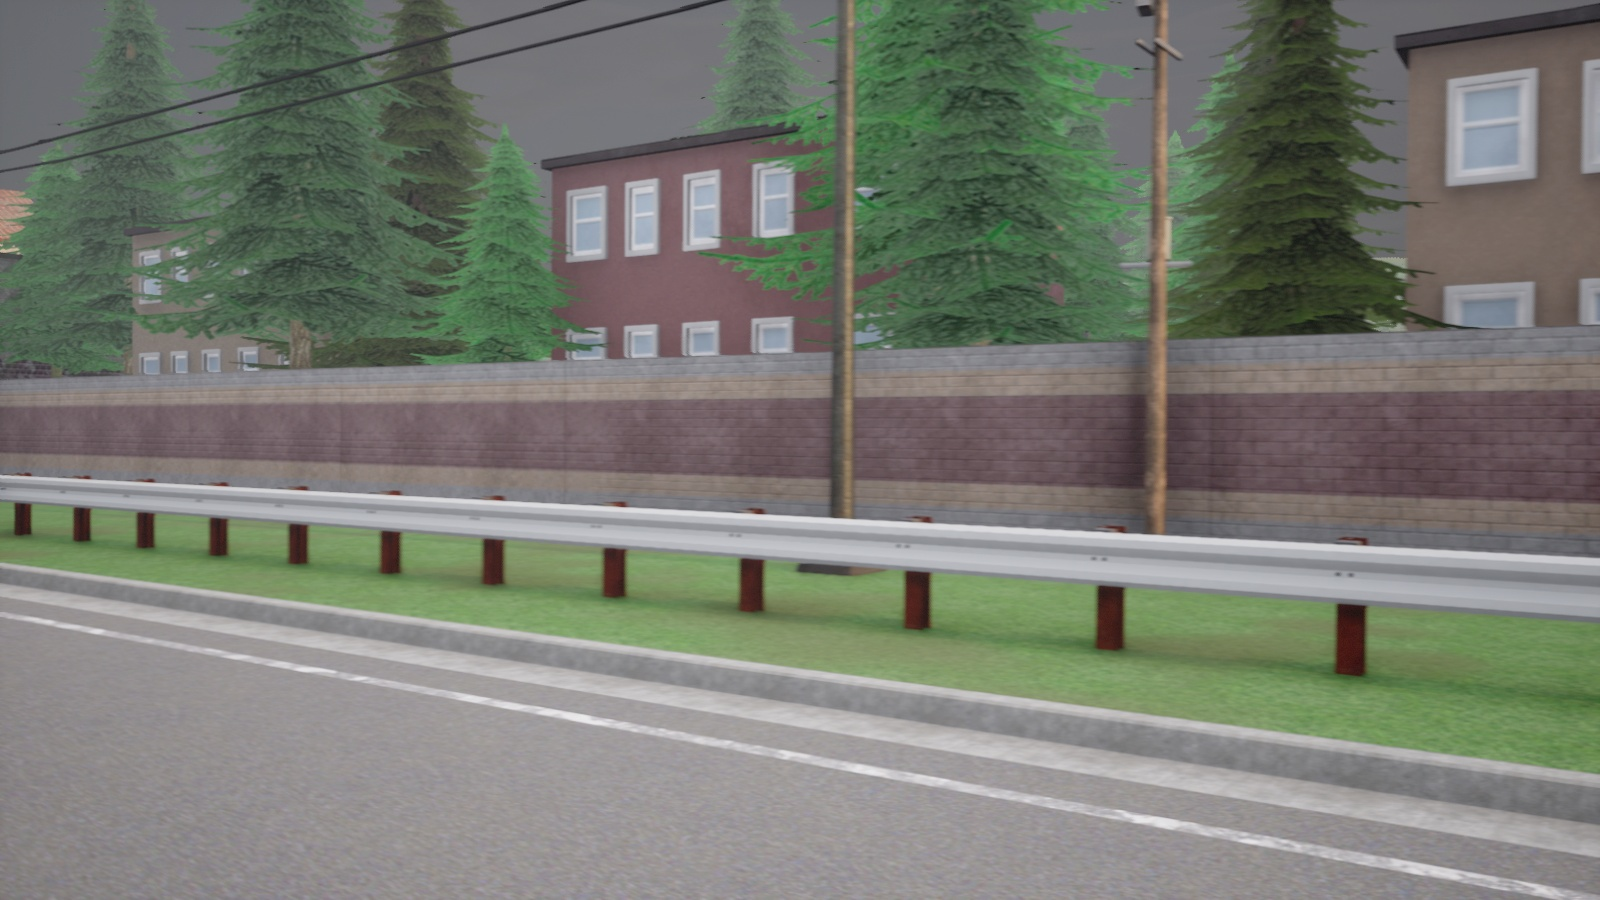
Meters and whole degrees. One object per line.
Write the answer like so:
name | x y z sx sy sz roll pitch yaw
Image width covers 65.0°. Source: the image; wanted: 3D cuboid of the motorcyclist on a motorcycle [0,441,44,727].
motorcyclist on a motorcycle | -5.332 0.725 7.167 2.191 1.530 0.866 0 1 34
